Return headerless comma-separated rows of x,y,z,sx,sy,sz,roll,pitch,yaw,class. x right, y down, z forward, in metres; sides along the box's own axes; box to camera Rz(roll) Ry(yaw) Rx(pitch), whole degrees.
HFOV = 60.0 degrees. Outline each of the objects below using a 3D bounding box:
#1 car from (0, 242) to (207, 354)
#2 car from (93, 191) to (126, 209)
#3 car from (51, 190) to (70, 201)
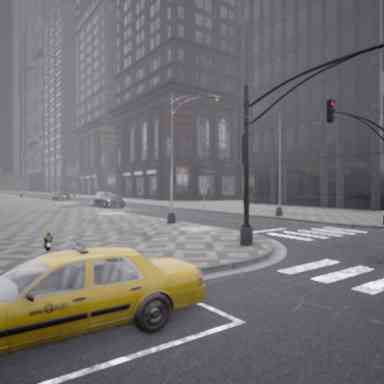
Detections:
-2.014,1.519,5.211,4.829,1.417,1.752,0,0,-36,car
-8.529,0.702,34.158,2.097,1.767,4.553,0,1,-36,car
-19.649,0.530,49.711,2.128,1.511,4.902,0,1,-36,car
